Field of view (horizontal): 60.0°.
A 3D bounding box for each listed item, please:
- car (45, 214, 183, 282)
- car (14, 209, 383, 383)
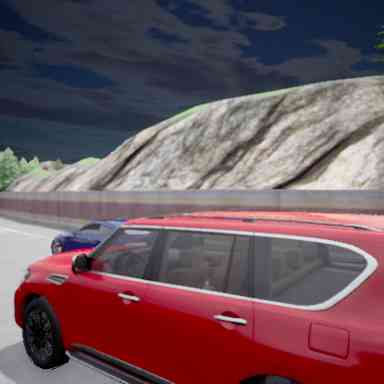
[{"bbox_3d":[-2.658,1.573,10.659,4.674,1.442,1.812,0,0,39],"label":"car"},{"bbox_3d":[0.083,1.239,4.032,5.566,2.045,2.150,0,0,37],"label":"car"}]
